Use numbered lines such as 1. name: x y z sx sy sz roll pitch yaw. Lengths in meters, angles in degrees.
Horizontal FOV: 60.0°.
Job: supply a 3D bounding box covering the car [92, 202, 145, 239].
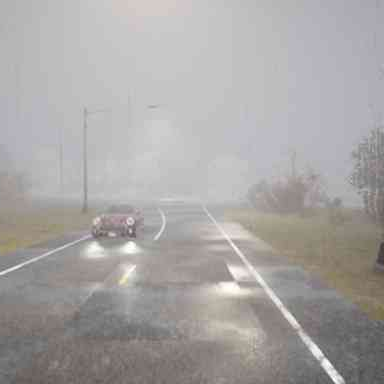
1. car: -3.717 1.358 17.433 2.097 1.767 4.553 0 0 -1
